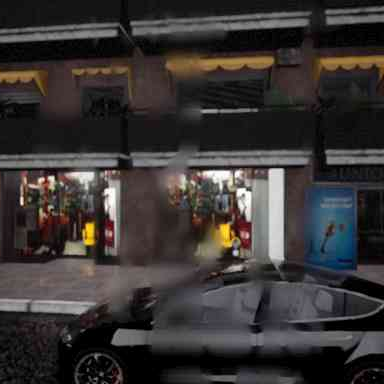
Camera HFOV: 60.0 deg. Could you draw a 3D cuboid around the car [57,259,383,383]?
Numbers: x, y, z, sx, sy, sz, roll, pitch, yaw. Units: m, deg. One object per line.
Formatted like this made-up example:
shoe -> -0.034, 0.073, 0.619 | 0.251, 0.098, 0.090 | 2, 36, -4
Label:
car -> 0.584, 1.569, 4.110 | 4.313, 1.339, 1.947 | 0, 0, 6
